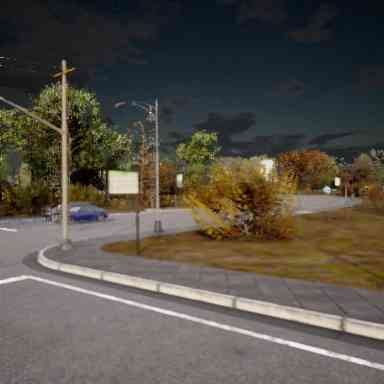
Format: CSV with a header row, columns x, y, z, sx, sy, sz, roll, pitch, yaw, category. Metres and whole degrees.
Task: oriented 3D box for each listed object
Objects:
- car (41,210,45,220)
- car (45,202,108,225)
x,y,z,sx,sy,sz,roll,pitch,yaw,category
-11.182,1.681,30.136,2.097,1.767,4.553,-1,-1,39,car
-9.054,1.813,27.190,1.812,1.442,4.674,-1,0,39,car
